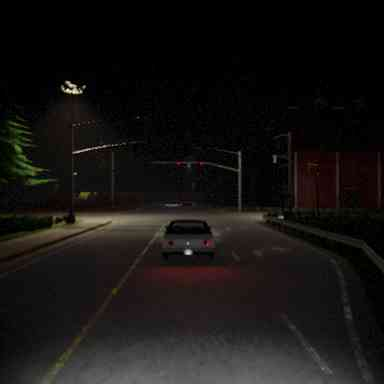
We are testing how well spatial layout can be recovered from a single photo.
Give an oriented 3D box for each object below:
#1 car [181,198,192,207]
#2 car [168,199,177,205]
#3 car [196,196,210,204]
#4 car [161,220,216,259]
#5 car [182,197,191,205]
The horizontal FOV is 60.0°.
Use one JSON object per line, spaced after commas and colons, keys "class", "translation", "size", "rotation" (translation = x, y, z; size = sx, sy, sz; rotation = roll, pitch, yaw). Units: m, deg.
{"class": "car", "translation": [-1.072, 2.242, 68.149], "size": [1.837, 1.490, 4.892], "rotation": [0, -1, -1]}
{"class": "car", "translation": [-4.786, 2.397, 80.960], "size": [1.812, 1.442, 4.674], "rotation": [0, -1, -1]}
{"class": "car", "translation": [2.827, 2.053, 83.989], "size": [1.905, 1.878, 3.866], "rotation": [-7, 3, -43]}
{"class": "car", "translation": [-0.142, 1.746, 13.295], "size": [1.895, 1.301, 4.718], "rotation": [0, -1, -1]}
{"class": "car", "translation": [-1.291, 2.234, 81.312], "size": [2.097, 1.767, 4.553], "rotation": [0, -1, -1]}
